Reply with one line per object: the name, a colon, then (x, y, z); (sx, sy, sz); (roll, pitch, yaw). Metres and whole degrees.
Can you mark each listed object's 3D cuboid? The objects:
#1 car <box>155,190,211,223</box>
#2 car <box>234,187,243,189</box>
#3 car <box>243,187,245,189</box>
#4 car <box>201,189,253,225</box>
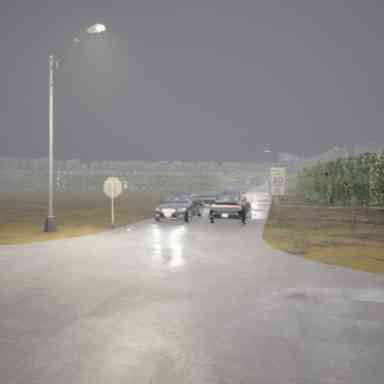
car: (-0.591, 0.807, 19.041); (2.128, 1.511, 4.902); (1, 2, 15)
car: (4.364, 0.315, 38.299); (1.895, 1.301, 4.718); (1, 2, 14)
car: (6.912, -0.034, 48.115); (2.033, 1.411, 5.357); (1, 2, 15)
car: (2.219, 0.834, 18.241); (2.128, 1.511, 4.902); (1, 2, 15)
